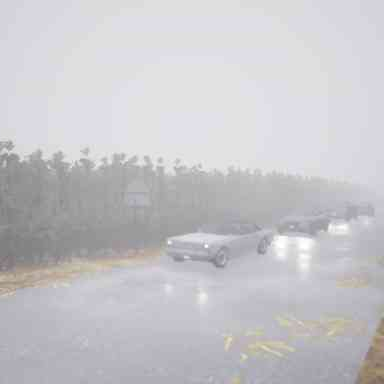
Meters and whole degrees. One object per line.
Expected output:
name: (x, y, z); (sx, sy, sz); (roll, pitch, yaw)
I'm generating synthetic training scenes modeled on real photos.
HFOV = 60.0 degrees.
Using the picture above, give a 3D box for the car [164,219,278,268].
car: (1.136, 1.688, 11.899); (1.895, 1.301, 4.718); (-1, -1, 37)

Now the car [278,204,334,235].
car: (6.442, 1.628, 19.183); (1.994, 1.385, 4.181); (-1, 0, 37)

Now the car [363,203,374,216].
car: (18.005, 1.831, 35.230); (1.994, 1.385, 4.181); (-1, -2, 35)

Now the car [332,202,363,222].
car: (12.203, 1.569, 27.208); (2.128, 1.511, 4.902); (-1, -1, 36)
